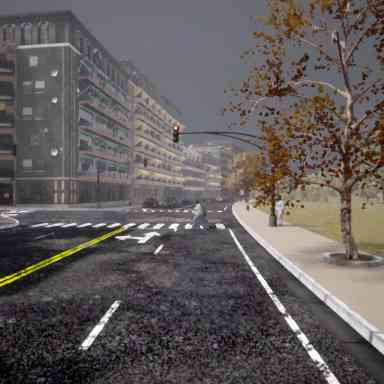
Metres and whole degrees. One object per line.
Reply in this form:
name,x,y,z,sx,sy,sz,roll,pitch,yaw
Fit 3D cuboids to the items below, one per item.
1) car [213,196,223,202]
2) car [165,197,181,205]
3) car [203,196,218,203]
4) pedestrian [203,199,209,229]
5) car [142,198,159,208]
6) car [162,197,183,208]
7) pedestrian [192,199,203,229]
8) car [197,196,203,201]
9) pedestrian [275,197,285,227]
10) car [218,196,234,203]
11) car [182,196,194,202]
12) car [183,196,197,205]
car,6.784,1.808,87.859,1.882,1.535,5.008,0,0,13
car,-3.836,1.780,67.330,2.033,1.411,5.357,0,0,10
car,4.666,1.827,77.716,2.128,1.511,4.902,0,0,11
pedestrian,0.772,1.319,21.219,0.375,1.860,0.375,0,0,3
car,-6.291,1.644,51.101,1.837,1.490,4.892,0,0,7
car,-3.118,1.491,50.273,2.097,1.767,4.553,0,0,8
pedestrian,0.348,1.318,20.039,0.375,1.860,0.375,0,0,3
car,2.056,1.711,81.221,2.033,1.411,5.357,0,0,11
pedestrian,5.402,1.165,20.353,0.375,1.860,0.375,0,0,3
car,7.864,1.841,77.134,2.033,1.411,5.357,0,0,11
car,-0.949,1.664,82.757,2.033,1.411,5.357,0,0,11
car,-0.778,1.827,65.990,1.895,1.301,4.718,0,0,10
